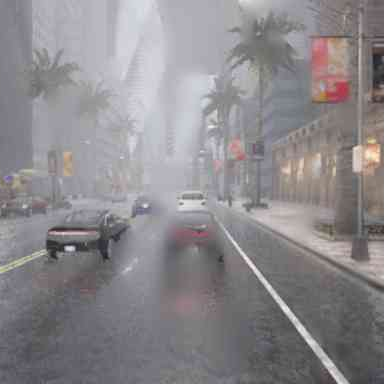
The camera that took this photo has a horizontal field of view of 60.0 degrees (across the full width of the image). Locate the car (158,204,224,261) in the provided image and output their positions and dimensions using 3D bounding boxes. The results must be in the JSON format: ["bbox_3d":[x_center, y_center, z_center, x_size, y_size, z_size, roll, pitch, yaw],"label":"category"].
[{"bbox_3d":[0.065,1.379,11.744,1.837,1.490,4.892,0,0,0],"label":"car"}]

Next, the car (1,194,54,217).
[{"bbox_3d":[-13.636,1.070,27.414,2.185,1.767,4.553,0,1,-1],"label":"car"}]

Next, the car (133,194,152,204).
[{"bbox_3d":[-7.362,1.027,49.771,2.033,1.411,5.357,0,1,0],"label":"car"}]

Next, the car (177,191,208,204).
[{"bbox_3d":[0.032,0.951,25.843,2.150,2.045,5.566,0,1,0],"label":"car"}]

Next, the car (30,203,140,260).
[{"bbox_3d":[-3.435,1.367,11.842,2.128,1.511,4.902,0,1,0],"label":"car"}]

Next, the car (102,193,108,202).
[{"bbox_3d":[-13.960,0.889,56.787,2.231,1.521,4.892,0,1,-1],"label":"car"}]

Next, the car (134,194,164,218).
[{"bbox_3d":[-3.476,1.070,26.789,2.097,1.767,4.553,0,0,0],"label":"car"}]

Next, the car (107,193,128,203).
[{"bbox_3d":[-10.865,0.984,50.115,1.837,1.490,4.892,0,0,0],"label":"car"}]
